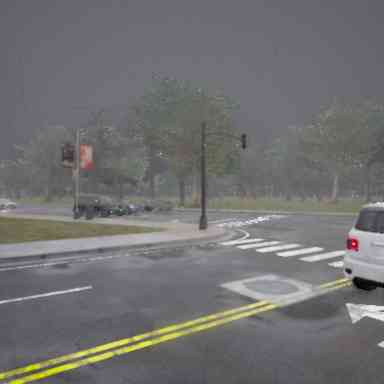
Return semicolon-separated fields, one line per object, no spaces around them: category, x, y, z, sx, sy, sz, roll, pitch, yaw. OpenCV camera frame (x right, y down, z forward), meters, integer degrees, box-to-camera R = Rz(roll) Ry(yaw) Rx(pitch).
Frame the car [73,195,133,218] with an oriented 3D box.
car;-8.508;1.266;30.594;5.566;2.045;2.150;0;0;32

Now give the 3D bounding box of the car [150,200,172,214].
car;-4.423;1.556;35.954;4.902;1.511;2.128;0;0;32

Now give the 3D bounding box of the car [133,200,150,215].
car;-6.939;1.407;33.449;4.553;1.767;2.097;0;0;32

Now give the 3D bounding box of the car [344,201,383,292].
car;5.721;1.223;7.800;5.566;2.045;2.150;0;0;-39

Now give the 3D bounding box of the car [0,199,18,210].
car;-25.646;1.649;45.340;4.674;1.442;1.812;-1;0;33
